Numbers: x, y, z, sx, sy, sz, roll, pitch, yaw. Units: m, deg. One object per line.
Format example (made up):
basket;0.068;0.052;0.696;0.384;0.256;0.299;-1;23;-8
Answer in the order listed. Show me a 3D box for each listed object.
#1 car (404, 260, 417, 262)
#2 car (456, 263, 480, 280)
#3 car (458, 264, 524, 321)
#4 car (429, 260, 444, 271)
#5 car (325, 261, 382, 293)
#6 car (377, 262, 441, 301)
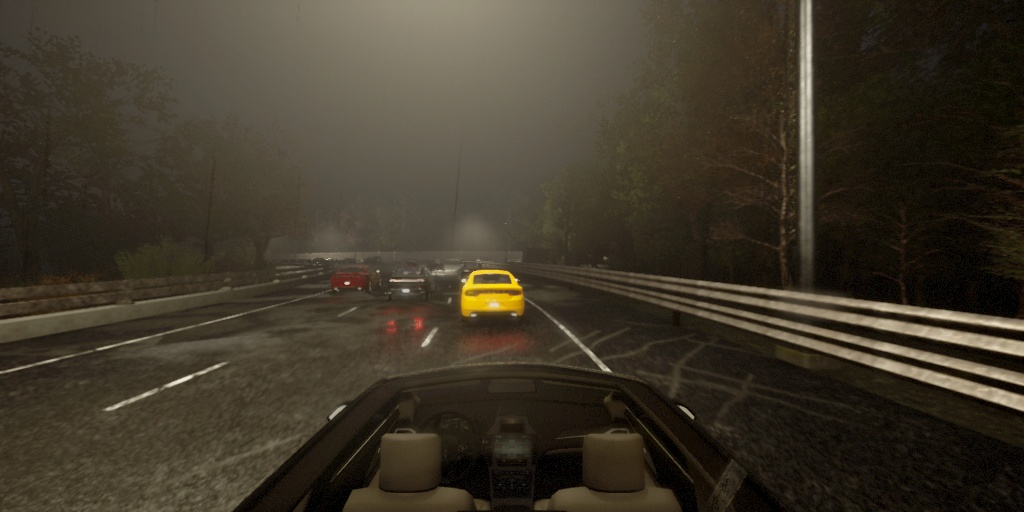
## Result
car;-12.803;1.282;45.002;1.837;1.490;4.892;0;0;-23
car;-3.112;1.243;27.283;2.128;1.511;4.902;0;0;-13
car;-0.744;1.226;12.526;1.882;1.535;5.008;0;0;-6
car;-10.447;1.260;48.070;2.128;1.511;4.902;0;0;-24
car;-8.938;1.251;20.927;1.882;1.535;5.008;0;0;-10
car;-4.829;1.252;17.546;2.128;1.511;4.902;0;0;-8
